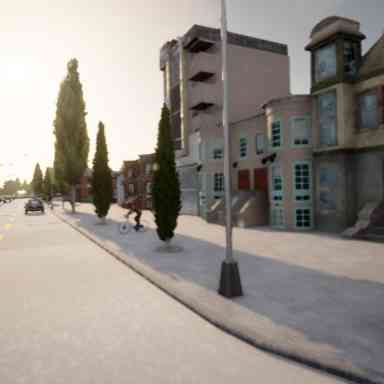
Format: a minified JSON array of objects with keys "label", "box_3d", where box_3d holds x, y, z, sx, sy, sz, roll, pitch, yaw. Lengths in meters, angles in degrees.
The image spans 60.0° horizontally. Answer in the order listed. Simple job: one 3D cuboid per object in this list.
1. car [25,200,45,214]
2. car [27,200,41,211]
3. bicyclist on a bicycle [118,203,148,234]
[{"label":"car","box_3d":[-19.511,1.721,41.271,2.097,1.767,4.553,-2,0,-26]},{"label":"car","box_3d":[-23.882,1.979,50.120,1.812,1.442,4.674,-2,0,-27]},{"label":"bicyclist on a bicycle","box_3d":[-3.104,1.376,17.530,1.656,1.620,0.582,-2,0,-26]}]
